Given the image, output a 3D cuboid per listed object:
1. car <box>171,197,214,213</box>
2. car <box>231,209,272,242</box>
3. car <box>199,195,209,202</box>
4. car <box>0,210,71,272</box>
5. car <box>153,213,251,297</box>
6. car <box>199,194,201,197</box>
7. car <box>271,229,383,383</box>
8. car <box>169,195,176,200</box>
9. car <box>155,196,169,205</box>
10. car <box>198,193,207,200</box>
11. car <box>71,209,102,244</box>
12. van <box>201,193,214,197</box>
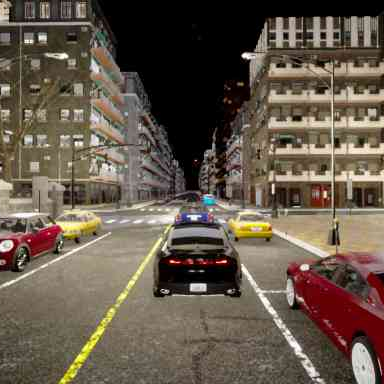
[{"bbox_3d":[0.137,1.354,18.791,2.097,1.767,4.553,0,0,1],"label":"car"},{"bbox_3d":[2.715,1.527,16.311,1.752,1.417,4.829,1,0,0],"label":"car"},{"bbox_3d":[2.772,1.503,76.818,2.008,1.369,4.403,1,0,0],"label":"car"},{"bbox_3d":[-5.670,1.442,10.552,1.967,1.590,4.097,1,0,0],"label":"car"},{"bbox_3d":[0.111,1.507,8.531,1.837,1.490,4.892,0,0,0],"label":"car"},{"bbox_3d":[2.755,1.519,59.806,1.887,1.381,4.507,1,0,0],"label":"car"},{"bbox_3d":[2.704,1.546,4.908,1.887,1.381,4.507,1,0,0],"label":"car"},{"bbox_3d":[-5.599,1.516,88.225,1.802,1.307,4.206,1,0,0],"label":"car"},{"bbox_3d":[-5.625,1.556,59.870,1.802,1.307,4.206,1,0,0],"label":"car"},{"bbox_3d":[2.785,1.249,88.160,2.192,1.841,5.009,1,0,0],"label":"car"},{"bbox_3d":[-5.666,1.527,15.996,1.752,1.417,4.829,1,0,0],"label":"car"},{"bbox_3d":[2.753,1.321,54.134,1.690,1.788,3.998,1,0,0],"label":"van"}]
